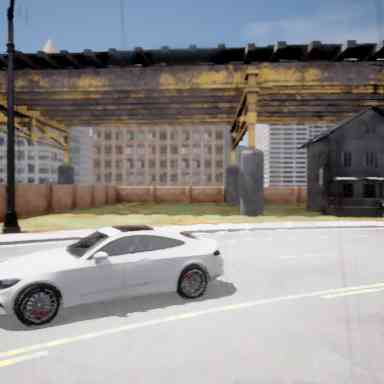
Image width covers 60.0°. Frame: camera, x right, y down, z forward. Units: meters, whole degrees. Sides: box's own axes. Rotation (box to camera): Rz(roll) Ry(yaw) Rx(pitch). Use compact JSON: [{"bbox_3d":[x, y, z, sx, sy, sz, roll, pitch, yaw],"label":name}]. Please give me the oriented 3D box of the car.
[{"bbox_3d":[-1.514,1.444,6.880,4.674,1.442,1.812,0,0,-27],"label":"car"}]
